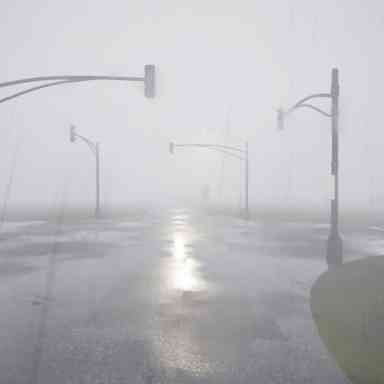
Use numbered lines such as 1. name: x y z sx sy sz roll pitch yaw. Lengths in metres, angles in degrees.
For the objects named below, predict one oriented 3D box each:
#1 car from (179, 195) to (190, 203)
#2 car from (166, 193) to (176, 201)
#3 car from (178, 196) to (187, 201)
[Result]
1. car: -1.630 1.384 69.889 2.097 1.767 4.553 0 0 -3
2. car: -4.617 1.013 73.981 2.097 1.767 4.553 0 0 -3
3. car: -2.234 1.559 79.963 1.895 1.301 4.718 0 0 -4
